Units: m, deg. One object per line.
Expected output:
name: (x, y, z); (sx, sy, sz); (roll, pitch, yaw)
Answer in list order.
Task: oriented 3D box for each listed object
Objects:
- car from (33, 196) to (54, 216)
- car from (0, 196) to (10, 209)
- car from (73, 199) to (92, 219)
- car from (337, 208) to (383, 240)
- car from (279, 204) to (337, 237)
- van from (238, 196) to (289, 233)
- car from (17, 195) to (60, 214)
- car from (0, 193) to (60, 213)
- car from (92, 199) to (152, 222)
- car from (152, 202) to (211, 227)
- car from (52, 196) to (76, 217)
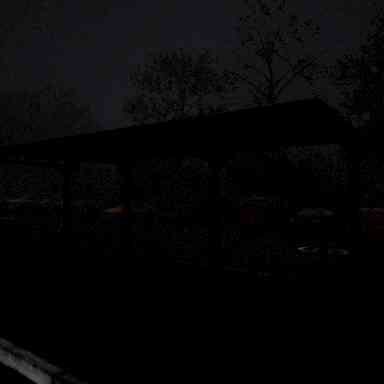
car: (-11.467, 1.374, 30.777); (2.097, 1.535, 5.008); (0, 0, 35)
car: (-25.082, 1.308, 40.367); (2.163, 1.488, 4.792); (1, 0, 35)
car: (-6.922, 1.432, 27.591); (2.163, 1.488, 4.792); (0, 0, 35)
car: (8.920, 1.500, 16.342); (2.097, 1.535, 5.008); (0, 0, 35)
car: (6.654, 1.526, 17.948); (2.002, 1.452, 4.674); (0, 0, 35)
van: (4.459, 1.246, 19.647); (1.878, 1.987, 4.442); (0, 0, 35)
car: (-13.733, 1.360, 32.380); (2.097, 1.535, 5.008); (0, 0, 35)
car: (-16.018, 1.095, 33.955); (2.435, 2.045, 5.566); (0, 0, 35)
car: (-4.780, 1.413, 25.813); (1.946, 1.575, 5.366); (0, 0, 35)
car: (-0.157, 1.473, 22.734); (2.163, 1.488, 4.792); (0, 0, 35)
car: (-9.200, 1.389, 29.175); (2.231, 1.521, 4.892); (0, 0, 35)
